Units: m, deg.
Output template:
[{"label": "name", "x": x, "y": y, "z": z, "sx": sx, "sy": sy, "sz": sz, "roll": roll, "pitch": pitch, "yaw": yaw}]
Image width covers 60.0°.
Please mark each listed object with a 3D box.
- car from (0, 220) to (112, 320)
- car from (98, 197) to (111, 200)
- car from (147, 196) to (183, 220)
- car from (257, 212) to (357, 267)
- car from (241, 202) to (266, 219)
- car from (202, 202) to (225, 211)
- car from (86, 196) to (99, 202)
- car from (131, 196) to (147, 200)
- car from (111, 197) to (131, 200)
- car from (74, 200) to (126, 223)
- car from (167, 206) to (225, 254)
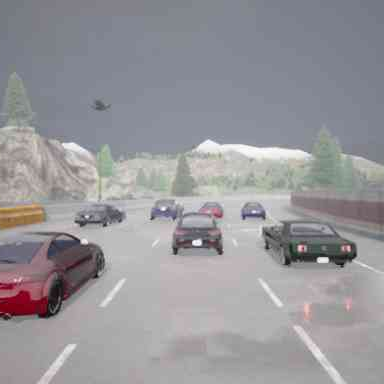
[{"label": "car", "x": -3.384, "y": 1.562, "z": 7.418, "sx": 1.994, "sy": 1.385, "sz": 4.181, "roll": 0, "pitch": 0, "yaw": 0}, {"label": "car", "x": -15.062, "y": 1.544, "z": 62.433, "sx": 1.994, "sy": 1.385, "sz": 4.181, "roll": 0, "pitch": 0, "yaw": 20}, {"label": "car", "x": -1.940, "y": 1.344, "z": 27.731, "sx": 2.097, "sy": 1.767, "sz": 4.553, "roll": 0, "pitch": 0, "yaw": 8}, {"label": "car", "x": 3.687, "y": 1.597, "z": 11.432, "sx": 1.895, "sy": 1.301, "sz": 4.718, "roll": 0, "pitch": 0, "yaw": 1}, {"label": "car", "x": 5.266, "y": 1.555, "z": 28.651, "sx": 1.994, "sy": 1.385, "sz": 4.181, "roll": 0, "pitch": 0, "yaw": 8}, {"label": "car", "x": 1.741, "y": 1.555, "z": 28.733, "sx": 1.994, "sy": 1.385, "sz": 4.181, "roll": 0, "pitch": 0, "yaw": 8}, {"label": "car", "x": -18.332, "y": 1.507, "z": 63.682, "sx": 1.812, "sy": 1.442, "sz": 4.674, "roll": 0, "pitch": 0, "yaw": 19}, {"label": "car", "x": -8.466, "y": 1.486, "z": 60.073, "sx": 1.837, "sy": 1.490, "sz": 4.892, "roll": 0, "pitch": 0, "yaw": 20}, {"label": "car", "x": -11.993, "y": 1.530, "z": 60.680, "sx": 2.033, "sy": 1.411, "sz": 5.357, "roll": 0, "pitch": 0, "yaw": 20}, {"label": "car", "x": -6.120, "y": 1.541, "z": 22.699, "sx": 2.033, "sy": 1.411, "sz": 5.357, "roll": 0, "pitch": 0, "yaw": 6}, {"label": "car", "x": 0.254, "y": 1.522, "z": 13.378, "sx": 1.812, "sy": 1.442, "sz": 4.674, "roll": 0, "pitch": 0, "yaw": 2}]
